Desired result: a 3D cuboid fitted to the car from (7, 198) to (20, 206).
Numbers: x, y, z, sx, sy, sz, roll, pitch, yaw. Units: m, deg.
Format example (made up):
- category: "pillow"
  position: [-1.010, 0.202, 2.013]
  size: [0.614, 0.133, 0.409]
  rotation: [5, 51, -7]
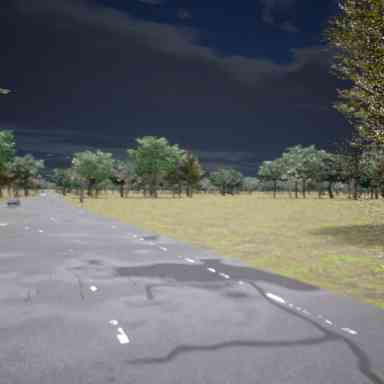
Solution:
- category: "car"
  position: [-31.976, 1.772, 59.706]
  size: [2.033, 1.411, 5.357]
  rotation: [0, 0, -24]
